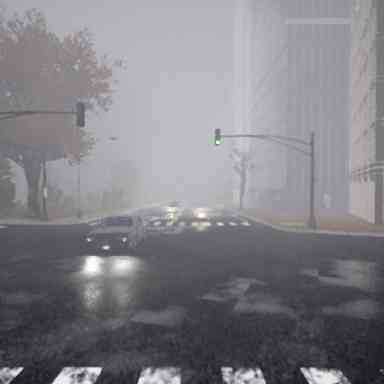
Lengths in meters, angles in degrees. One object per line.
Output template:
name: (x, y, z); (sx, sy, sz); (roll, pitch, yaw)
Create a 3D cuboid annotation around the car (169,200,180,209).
car: (-3.267, 2.346, 63.355); (1.882, 1.535, 5.008); (0, -1, 0)

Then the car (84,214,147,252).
car: (-3.255, 1.743, 15.281); (2.033, 1.411, 5.357); (-1, 0, 0)
